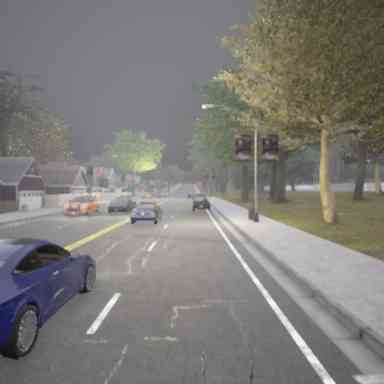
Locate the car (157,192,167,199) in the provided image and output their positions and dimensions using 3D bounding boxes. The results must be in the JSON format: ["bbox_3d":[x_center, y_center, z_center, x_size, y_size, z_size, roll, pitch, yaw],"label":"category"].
[{"bbox_3d":[-6.537,0.789,73.087,1.812,1.442,4.674,0,0,0],"label":"car"}]

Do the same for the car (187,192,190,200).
[{"bbox_3d":[-0.035,0.744,68.552,1.882,1.535,5.008,0,0,0],"label":"car"}]

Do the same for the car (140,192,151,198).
[{"bbox_3d":[-9.786,0.801,70.450,1.882,1.535,5.008,0,0,0],"label":"car"}]

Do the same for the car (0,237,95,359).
[{"bbox_3d":[-3.151,1.528,5.847,1.812,1.442,4.674,0,0,0],"label":"car"}]

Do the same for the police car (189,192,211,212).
[{"bbox_3d":[0.957,1.147,35.200,1.930,1.638,5.238,0,1,0],"label":"police car"}]

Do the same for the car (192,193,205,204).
[{"bbox_3d":[0.949,0.996,51.092,1.837,1.490,4.892,0,1,0],"label":"car"}]

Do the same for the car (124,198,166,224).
[{"bbox_3d":[-3.162,1.432,23.886,2.033,1.411,5.357,0,1,0],"label":"car"}]

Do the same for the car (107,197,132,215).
[{"bbox_3d":[-6.611,1.255,31.567,1.882,1.535,5.008,0,1,0],"label":"car"}]

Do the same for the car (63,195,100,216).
[{"bbox_3d":[-9.860,1.154,29.972,2.097,1.767,4.553,0,1,0],"label":"car"}]

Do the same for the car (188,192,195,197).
[{"bbox_3d":[-0.045,0.760,88.947,1.895,1.301,4.718,0,0,0],"label":"car"}]
